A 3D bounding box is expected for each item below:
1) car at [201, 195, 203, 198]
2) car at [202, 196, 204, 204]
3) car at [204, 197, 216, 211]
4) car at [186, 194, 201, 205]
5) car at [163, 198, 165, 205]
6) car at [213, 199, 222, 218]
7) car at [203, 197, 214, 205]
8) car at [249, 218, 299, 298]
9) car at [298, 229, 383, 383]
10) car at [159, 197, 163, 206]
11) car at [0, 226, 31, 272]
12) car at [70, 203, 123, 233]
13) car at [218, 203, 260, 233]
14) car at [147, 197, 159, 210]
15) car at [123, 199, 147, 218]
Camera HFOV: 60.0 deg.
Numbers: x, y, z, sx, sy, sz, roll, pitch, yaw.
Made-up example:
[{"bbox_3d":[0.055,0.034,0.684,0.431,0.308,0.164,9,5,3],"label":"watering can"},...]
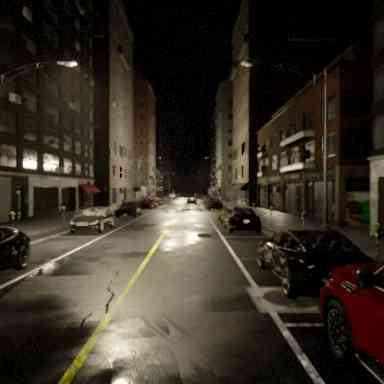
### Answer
[{"bbox_3d":[2.838,1.549,52.570,1.947,1.339,4.313,-1,0,0],"label":"car"},{"bbox_3d":[2.839,1.536,47.040,2.008,1.369,4.403,-1,0,0],"label":"car"},{"bbox_3d":[2.840,1.533,41.511,1.887,1.381,4.507,-1,0,0],"label":"car"},{"bbox_3d":[-0.013,1.528,57.010,2.033,1.411,5.357,0,0,0],"label":"car"},{"bbox_3d":[-5.688,1.528,52.562,1.887,1.381,4.507,-1,0,0],"label":"car"},{"bbox_3d":[2.843,1.519,25.093,1.752,1.417,4.829,-1,0,0],"label":"car"},{"bbox_3d":[2.837,1.562,58.099,1.802,1.307,4.206,-1,0,0],"label":"car"},{"bbox_3d":[2.847,1.564,8.335,1.947,1.339,4.313,-1,0,0],"label":"car"},{"bbox_3d":[2.846,1.314,2.806,2.192,1.841,5.009,-1,0,0],"label":"car"},{"bbox_3d":[-5.686,1.536,47.032,2.008,1.369,4.403,-1,0,0],"label":"car"},{"bbox_3d":[-5.678,1.564,8.317,1.947,1.339,4.313,-1,0,0],"label":"car"},{"bbox_3d":[-5.680,1.547,19.378,2.008,1.369,4.403,-1,0,0],"label":"car"},{"bbox_3d":[2.845,1.561,19.394,1.947,1.339,4.313,-1,0,0],"label":"car"},{"bbox_3d":[-5.685,1.533,41.501,1.887,1.381,4.507,-1,0,0],"label":"car"},{"bbox_3d":[-5.683,1.558,30.440,1.947,1.339,4.313,-1,0,0],"label":"car"}]
